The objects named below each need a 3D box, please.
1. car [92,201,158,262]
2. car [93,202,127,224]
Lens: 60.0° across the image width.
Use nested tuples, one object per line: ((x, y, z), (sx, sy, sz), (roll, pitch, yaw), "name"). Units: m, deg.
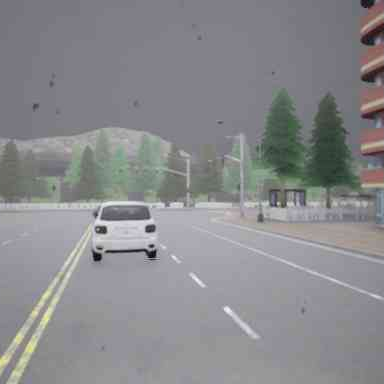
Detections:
((-2.679, 1.352, 13.021), (2.150, 2.045, 5.566), (0, 0, -14), "car")
((-7.227, 1.752, 28.974), (1.882, 1.535, 5.008), (0, 0, -26), "car")
